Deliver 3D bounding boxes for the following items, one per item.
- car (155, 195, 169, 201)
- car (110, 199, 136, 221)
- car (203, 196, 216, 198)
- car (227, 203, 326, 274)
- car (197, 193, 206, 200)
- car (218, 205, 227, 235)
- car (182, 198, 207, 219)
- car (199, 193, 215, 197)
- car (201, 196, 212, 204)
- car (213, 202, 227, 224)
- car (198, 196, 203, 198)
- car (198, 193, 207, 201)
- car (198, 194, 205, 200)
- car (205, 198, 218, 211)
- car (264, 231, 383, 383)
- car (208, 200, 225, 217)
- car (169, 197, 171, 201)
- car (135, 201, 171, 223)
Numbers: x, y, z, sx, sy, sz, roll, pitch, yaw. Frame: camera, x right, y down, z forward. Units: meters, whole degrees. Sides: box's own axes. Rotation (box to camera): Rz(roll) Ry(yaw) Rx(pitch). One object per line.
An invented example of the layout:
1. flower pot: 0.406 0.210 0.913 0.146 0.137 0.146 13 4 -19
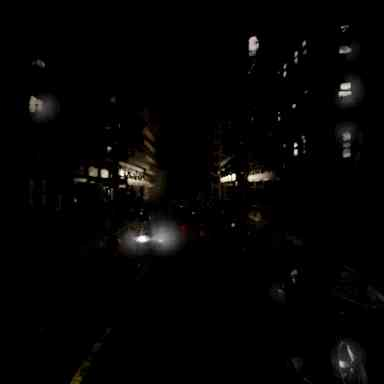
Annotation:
1. car: -5.311 1.466 54.627 1.752 1.417 4.829 -1 0 0
2. car: -5.319 1.413 27.051 1.967 1.590 4.097 -1 0 0
3. car: 2.566 1.510 38.168 2.008 1.369 4.403 -1 0 0
4. car: 2.555 1.305 10.423 2.192 1.841 5.009 -1 0 0
5. car: 2.576 1.213 88.109 2.192 1.841 5.009 -1 0 0
6. car: 2.560 1.535 15.972 2.008 1.369 4.403 -1 0 0
7. car: 0.106 1.498 28.335 1.812 1.442 4.674 0 -1 0
8. car: 2.566 1.261 49.266 2.192 1.841 5.009 -1 0 0
9. car: 2.571 1.458 60.534 1.752 1.417 4.829 -1 0 0
10. car: 2.562 1.560 21.521 1.802 1.307 4.206 -1 0 0
11. car: 0.108 1.553 43.928 1.895 1.301 4.718 0 0 0
12. car: 2.575 1.220 82.560 2.192 1.841 5.009 -1 0 0
13. car: 2.579 1.330 93.658 1.967 1.590 4.097 -1 0 0
14. car: 2.565 1.532 32.619 1.947 1.339 4.313 -1 0 0
15. car: 2.557 1.561 4.874 1.947 1.339 4.313 -1 0 0
16. car: 2.563 1.554 27.071 1.802 1.307 4.206 -1 0 0
17. car: -5.309 1.367 65.895 1.967 1.590 4.097 -1 0 0
18. car: -2.844 1.575 25.482 1.895 1.301 4.718 0 0 0
